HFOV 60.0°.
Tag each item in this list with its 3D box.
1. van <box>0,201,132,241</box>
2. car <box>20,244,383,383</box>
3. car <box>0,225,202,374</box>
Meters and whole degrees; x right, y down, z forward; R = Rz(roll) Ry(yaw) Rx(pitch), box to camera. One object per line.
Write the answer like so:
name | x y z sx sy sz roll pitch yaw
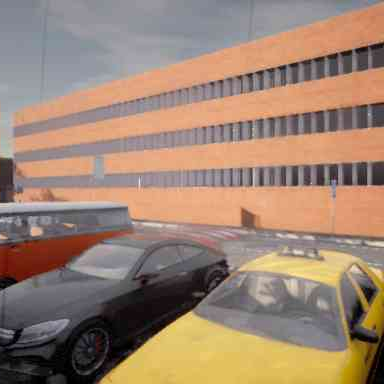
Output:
van | -3.388 1.213 7.262 1.878 1.987 4.442 0 0 35
car | 1.173 1.470 3.928 1.946 1.575 5.366 0 0 35
car | -1.019 1.496 5.721 2.002 1.452 4.674 0 0 35
